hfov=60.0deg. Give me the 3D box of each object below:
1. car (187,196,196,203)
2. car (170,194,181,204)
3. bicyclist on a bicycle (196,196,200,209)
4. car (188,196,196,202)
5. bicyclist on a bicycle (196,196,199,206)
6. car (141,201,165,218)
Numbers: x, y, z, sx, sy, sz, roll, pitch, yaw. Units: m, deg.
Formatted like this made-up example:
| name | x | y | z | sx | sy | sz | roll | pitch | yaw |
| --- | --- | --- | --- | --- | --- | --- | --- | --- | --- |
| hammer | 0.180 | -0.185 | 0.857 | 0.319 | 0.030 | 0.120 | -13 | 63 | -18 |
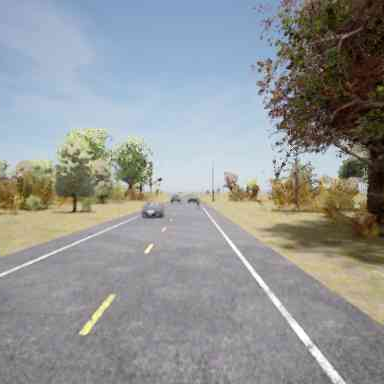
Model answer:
| name | x | y | z | sx | sy | sz | roll | pitch | yaw |
| --- | --- | --- | --- | --- | --- | --- | --- | --- | --- |
| car | 0.002 | 1.797 | 75.865 | 1.837 | 1.490 | 4.892 | 0 | 0 | 0 |
| car | -3.498 | 1.506 | 72.424 | 2.150 | 2.045 | 5.566 | 0 | 0 | 0 |
| bicyclist on a bicycle | 0.964 | 1.650 | 48.254 | 0.582 | 1.620 | 1.656 | 0 | -1 | 0 |
| car | 0.003 | 1.823 | 87.640 | 2.033 | 1.411 | 5.357 | 0 | 0 | 0 |
| bicyclist on a bicycle | 0.964 | 1.605 | 58.447 | 0.659 | 1.776 | 1.843 | 0 | 0 | 0 |
| car | -3.594 | 1.621 | 31.245 | 2.128 | 1.511 | 4.902 | 0 | 0 | 0 |
